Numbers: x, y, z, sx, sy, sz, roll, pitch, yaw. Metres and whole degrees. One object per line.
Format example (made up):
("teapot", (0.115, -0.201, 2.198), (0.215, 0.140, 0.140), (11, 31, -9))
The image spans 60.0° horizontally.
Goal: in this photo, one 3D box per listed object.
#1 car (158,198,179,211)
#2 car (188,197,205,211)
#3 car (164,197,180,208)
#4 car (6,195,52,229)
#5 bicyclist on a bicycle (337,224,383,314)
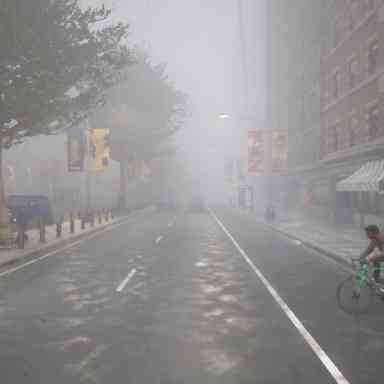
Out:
("car", (-2.977, 1.475, 39.862), (1.882, 1.535, 5.008), (0, 0, 1))
("car", (0.532, 1.598, 39.787), (1.895, 1.301, 4.718), (0, 0, 1))
("car", (-2.953, 1.544, 49.672), (2.033, 1.411, 5.357), (0, 0, 1))
("car", (-11.353, 1.222, 22.191), (2.150, 2.045, 5.566), (0, 0, 1))
("bicyclist on a bicycle", (3.452, 1.417, 6.067), (1.656, 1.620, 0.582), (-1, 0, 1))
